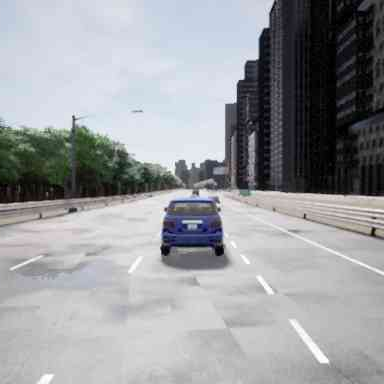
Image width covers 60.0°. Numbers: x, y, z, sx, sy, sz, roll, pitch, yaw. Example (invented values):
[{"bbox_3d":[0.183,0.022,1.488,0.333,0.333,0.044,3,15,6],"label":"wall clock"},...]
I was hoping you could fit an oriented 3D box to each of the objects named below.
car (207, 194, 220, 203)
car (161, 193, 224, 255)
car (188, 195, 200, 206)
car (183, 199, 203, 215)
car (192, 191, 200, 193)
[{"bbox_3d":[4.015,1.240,62.250,2.128,1.511,4.902,0,1,1],"label":"car"},{"bbox_3d":[0.020,1.205,13.368,2.150,2.045,5.566,0,0,0],"label":"car"},{"bbox_3d":[0.301,1.329,52.985,1.837,1.490,4.892,0,0,1],"label":"car"},{"bbox_3d":[0.119,1.433,32.974,1.812,1.442,4.674,0,0,0],"label":"car"},{"bbox_3d":[0.579,1.120,73.538,1.994,1.385,4.181,0,1,1],"label":"car"}]
